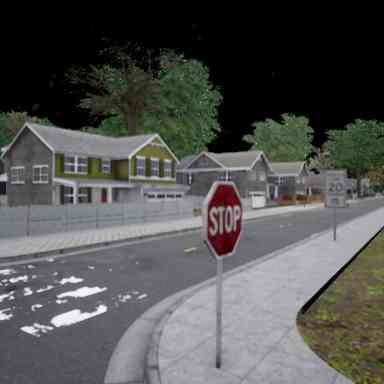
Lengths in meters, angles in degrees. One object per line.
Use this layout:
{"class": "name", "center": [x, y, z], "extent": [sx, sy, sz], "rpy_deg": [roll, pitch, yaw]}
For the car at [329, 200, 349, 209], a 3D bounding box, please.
{"class": "car", "center": [19.061, 1.457, 43.107], "extent": [1.994, 1.385, 4.181], "rpy_deg": [0, 0, 34]}
